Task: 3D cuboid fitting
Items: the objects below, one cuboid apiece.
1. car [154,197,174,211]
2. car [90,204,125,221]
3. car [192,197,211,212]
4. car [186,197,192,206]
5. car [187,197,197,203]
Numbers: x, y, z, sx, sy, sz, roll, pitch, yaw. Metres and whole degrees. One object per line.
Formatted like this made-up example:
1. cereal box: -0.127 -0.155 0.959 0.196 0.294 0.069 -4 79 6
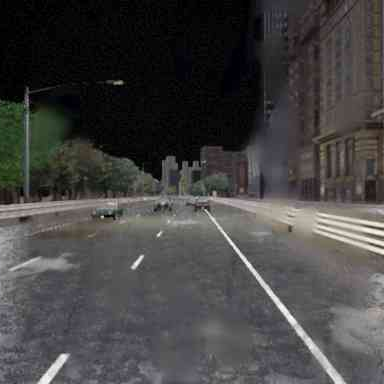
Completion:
1. car: -3.396 1.421 40.803 2.097 1.767 4.553 0 0 0
2. car: -6.904 1.632 27.791 1.895 1.301 4.718 0 0 0
3. car: 1.228 1.572 40.166 1.837 1.490 4.892 0 0 0
4. car: 0.007 1.770 58.560 1.994 1.385 4.181 0 -1 0
5. car: 0.007 1.749 74.995 1.994 1.385 4.181 0 -1 0
